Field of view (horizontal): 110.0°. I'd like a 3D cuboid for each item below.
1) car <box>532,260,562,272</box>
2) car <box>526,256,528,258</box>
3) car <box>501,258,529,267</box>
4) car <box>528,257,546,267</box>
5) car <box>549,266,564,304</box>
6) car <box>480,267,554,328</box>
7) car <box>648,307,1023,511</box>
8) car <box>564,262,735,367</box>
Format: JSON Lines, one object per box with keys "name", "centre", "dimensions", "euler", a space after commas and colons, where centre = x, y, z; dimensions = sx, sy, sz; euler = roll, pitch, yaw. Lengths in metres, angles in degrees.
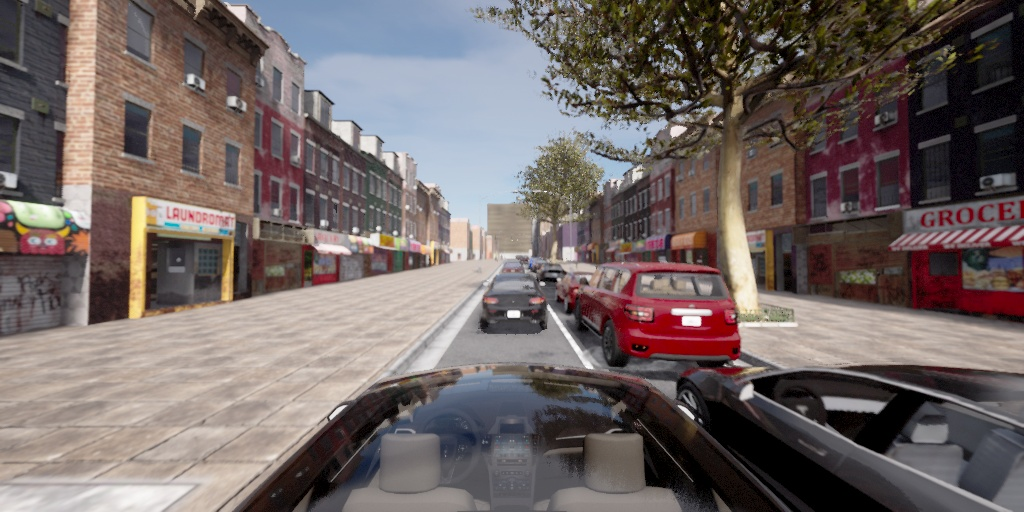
{"name": "car", "centre": [2.639, 1.171, 24.391], "dimensions": [1.948, 1.339, 4.313], "euler": [0, 0, 0]}
{"name": "car", "centre": [3.011, 0.900, 44.593], "dimensions": [1.882, 1.535, 5.008], "euler": [0, 1, 0]}
{"name": "car", "centre": [0.079, 1.113, 28.952], "dimensions": [2.033, 1.411, 5.357], "euler": [0, 1, 0]}
{"name": "car", "centre": [3.020, 1.010, 37.589], "dimensions": [1.812, 1.442, 4.674], "euler": [0, 1, 0]}
{"name": "car", "centre": [2.639, 1.235, 13.278], "dimensions": [1.888, 1.381, 4.507], "euler": [0, 0, 0]}
{"name": "car", "centre": [0.066, 1.229, 11.029], "dimensions": [1.812, 1.442, 4.674], "euler": [0, 1, 1]}
{"name": "car", "centre": [2.640, 1.314, 2.159], "dimensions": [1.948, 1.339, 4.313], "euler": [0, 0, 0]}
{"name": "car", "centre": [2.640, 1.036, 7.719], "dimensions": [2.192, 1.841, 5.009], "euler": [0, 0, 0]}
